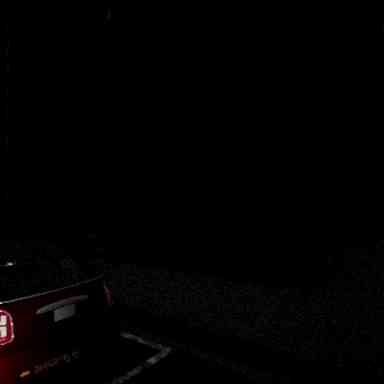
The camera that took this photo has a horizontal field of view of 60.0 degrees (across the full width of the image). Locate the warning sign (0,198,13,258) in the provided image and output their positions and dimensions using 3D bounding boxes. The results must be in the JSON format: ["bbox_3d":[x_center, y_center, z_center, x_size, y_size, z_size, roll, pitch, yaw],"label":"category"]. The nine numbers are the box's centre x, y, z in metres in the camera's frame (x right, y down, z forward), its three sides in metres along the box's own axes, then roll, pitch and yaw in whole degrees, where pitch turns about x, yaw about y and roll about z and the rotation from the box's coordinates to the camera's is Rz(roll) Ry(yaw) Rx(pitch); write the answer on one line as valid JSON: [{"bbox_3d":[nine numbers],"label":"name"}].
[{"bbox_3d":[-6.560,1.118,10.475,1.060,1.860,1.300,0,0,35],"label":"warning sign"}]

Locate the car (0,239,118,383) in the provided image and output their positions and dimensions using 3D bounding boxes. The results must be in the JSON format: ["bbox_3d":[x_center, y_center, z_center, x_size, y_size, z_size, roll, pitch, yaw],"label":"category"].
[{"bbox_3d":[-3.074,1.441,5.039,4.097,1.590,1.967,0,0,35],"label":"car"}]
